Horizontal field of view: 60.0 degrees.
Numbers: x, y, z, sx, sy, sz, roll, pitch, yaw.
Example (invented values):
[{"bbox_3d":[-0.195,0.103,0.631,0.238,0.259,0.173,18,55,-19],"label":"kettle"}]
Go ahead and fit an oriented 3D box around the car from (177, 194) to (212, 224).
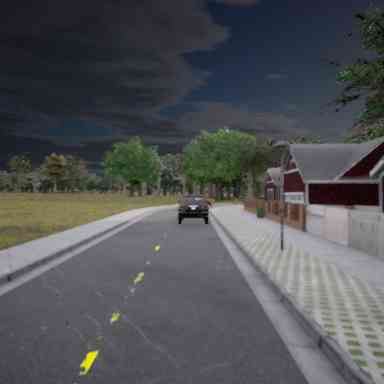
[{"bbox_3d":[0.090,1.190,24.938,2.150,2.045,5.566,0,0,0],"label":"car"}]
